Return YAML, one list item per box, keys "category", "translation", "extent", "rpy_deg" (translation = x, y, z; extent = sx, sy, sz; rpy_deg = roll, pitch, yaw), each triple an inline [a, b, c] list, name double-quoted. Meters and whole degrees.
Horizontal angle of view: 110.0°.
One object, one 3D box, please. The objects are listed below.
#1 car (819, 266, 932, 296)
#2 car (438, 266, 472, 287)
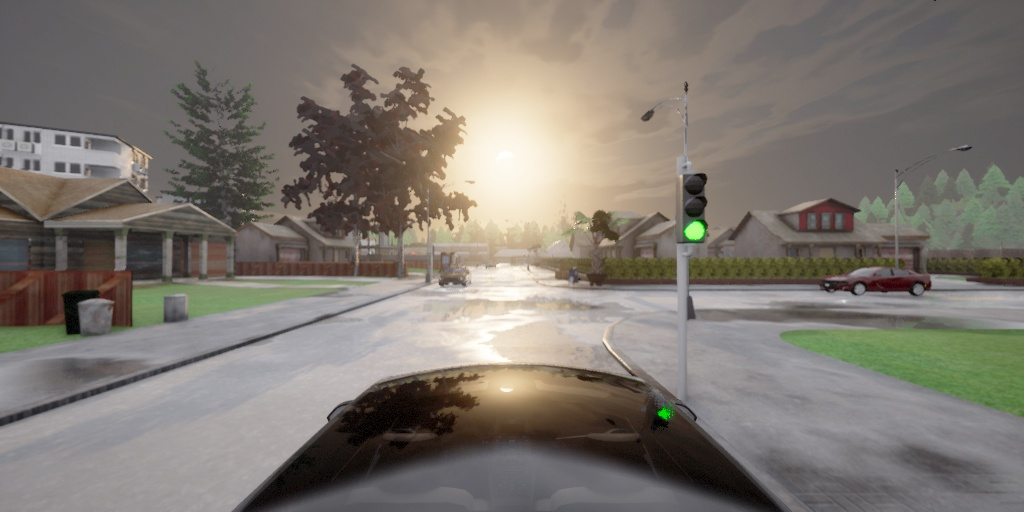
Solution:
- category: "car"
  translation: [19.817, 1.334, 19.683]
  extent: [5.008, 1.535, 1.882]
  rpy_deg: [0, 0, 0]
- category: "car"
  translation: [-4.005, 1.441, 26.119]
  extent: [2.033, 1.411, 5.357]
  rpy_deg: [0, 0, 0]
